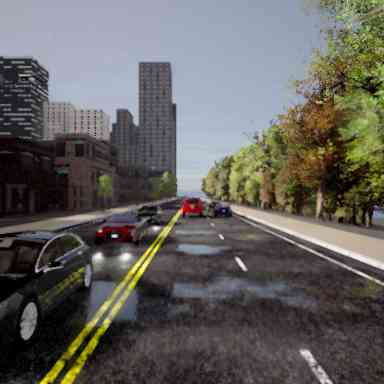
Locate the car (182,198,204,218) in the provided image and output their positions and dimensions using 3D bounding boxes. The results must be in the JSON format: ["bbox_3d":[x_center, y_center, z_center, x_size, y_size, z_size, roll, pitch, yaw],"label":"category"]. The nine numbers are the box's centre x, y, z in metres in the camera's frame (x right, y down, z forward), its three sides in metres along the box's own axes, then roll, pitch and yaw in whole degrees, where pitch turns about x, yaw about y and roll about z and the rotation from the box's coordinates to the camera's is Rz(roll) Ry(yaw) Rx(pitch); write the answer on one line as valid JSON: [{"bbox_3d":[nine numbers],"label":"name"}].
[{"bbox_3d":[0.064,1.608,35.671,2.150,2.045,5.566,0,-1,0],"label":"car"}]

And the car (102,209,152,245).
[{"bbox_3d":[-3.361,1.743,16.440,1.994,1.385,4.181,0,-1,0],"label":"car"}]

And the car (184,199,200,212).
[{"bbox_3d":[-0.026,1.861,47.231,2.097,1.767,4.553,0,-1,0],"label":"car"}]

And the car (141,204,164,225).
[{"bbox_3d":[-3.363,1.796,26.871,1.837,1.490,4.892,0,-1,0],"label":"car"}]

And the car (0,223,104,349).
[{"bbox_3d":[-3.357,1.576,6.510,1.837,1.490,4.892,0,-1,0],"label":"car"}]

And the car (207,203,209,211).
[{"bbox_3d":[3.211,2.018,47.354,1.837,1.490,4.892,0,0,0],"label":"car"}]

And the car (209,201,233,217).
[{"bbox_3d":[3.316,1.962,36.658,1.994,1.385,4.181,0,-1,0],"label":"car"}]
